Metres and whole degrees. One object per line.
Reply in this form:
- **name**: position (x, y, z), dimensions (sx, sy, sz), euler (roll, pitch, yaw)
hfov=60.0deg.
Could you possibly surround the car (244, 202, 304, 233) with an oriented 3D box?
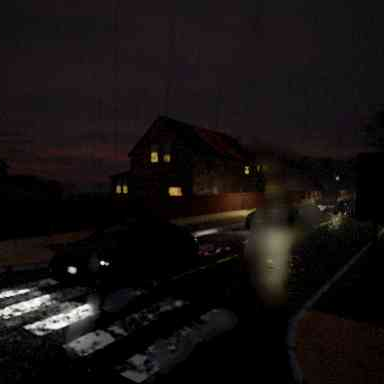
- **car**: position (4.424, 1.260, 17.637), dimensions (1.994, 1.385, 4.181), euler (2, 2, 36)

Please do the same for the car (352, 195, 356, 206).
- **car**: position (18.305, 0.995, 37.222), dimensions (1.895, 1.301, 4.718), euler (2, 2, 36)

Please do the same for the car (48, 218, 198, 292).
- **car**: position (-1.524, 1.410, 8.687), dimensions (1.994, 1.385, 4.181), euler (2, 2, 30)

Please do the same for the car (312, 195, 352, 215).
- **car**: position (11.384, 1.034, 27.486), dimensions (2.128, 1.511, 4.902), euler (2, 2, 36)
